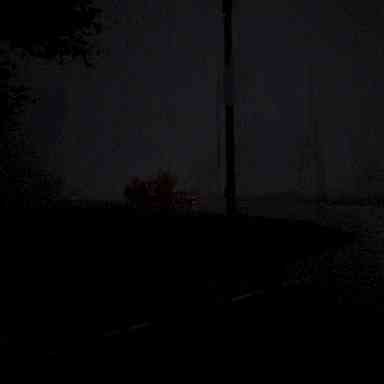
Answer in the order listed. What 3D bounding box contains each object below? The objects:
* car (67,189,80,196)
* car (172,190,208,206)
[{"bbox_3d":[-25.823,0.193,72.379,2.128,1.511,4.902,-2,2,-31],"label":"car"},{"bbox_3d":[-0.325,0.577,35.394,2.097,1.767,4.553,-3,2,-35],"label":"car"}]
